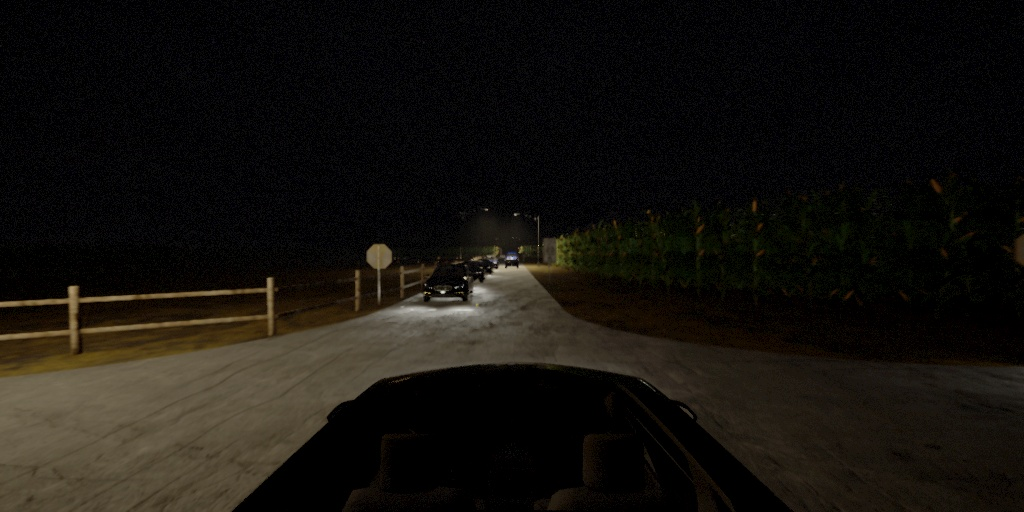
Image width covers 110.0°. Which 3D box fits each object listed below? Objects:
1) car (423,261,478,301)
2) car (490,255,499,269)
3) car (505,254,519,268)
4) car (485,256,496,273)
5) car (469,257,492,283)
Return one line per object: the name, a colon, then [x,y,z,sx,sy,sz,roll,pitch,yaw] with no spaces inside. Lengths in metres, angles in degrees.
car: [-2.802,1.154,16.576,1.837,1.490,4.892,0,0,-2]
car: [-2.823,0.741,45.446,2.097,1.767,4.553,0,1,0]
car: [-0.009,0.852,48.012,2.128,1.511,4.902,0,1,0]
car: [-2.842,1.020,35.440,1.812,1.442,4.674,0,1,0]
car: [-2.857,1.068,26.002,2.128,1.511,4.902,0,0,0]
